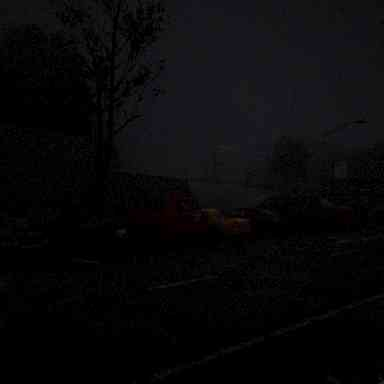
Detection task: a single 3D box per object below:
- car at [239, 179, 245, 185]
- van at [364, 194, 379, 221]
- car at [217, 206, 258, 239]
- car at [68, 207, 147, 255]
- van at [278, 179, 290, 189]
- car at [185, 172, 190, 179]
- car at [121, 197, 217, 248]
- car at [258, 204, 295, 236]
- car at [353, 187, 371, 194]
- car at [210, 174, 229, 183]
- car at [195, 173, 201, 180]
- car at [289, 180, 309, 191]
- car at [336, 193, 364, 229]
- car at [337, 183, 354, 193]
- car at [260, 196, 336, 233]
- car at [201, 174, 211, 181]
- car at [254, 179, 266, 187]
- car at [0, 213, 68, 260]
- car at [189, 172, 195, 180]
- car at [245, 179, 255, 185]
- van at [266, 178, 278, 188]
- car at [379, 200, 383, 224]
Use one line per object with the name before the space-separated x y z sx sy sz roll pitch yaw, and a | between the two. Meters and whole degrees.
car | 12.462 -2.317 76.065 2.002 1.452 4.674 7 3 35
van | 10.453 1.297 23.625 4.442 1.987 1.878 -1 -1 35
car | 0.336 1.503 16.913 5.366 1.575 1.946 -1 -1 35
car | -4.446 1.524 13.363 4.792 1.488 2.163 -1 -1 35
van | 19.292 -1.490 66.048 1.878 1.987 4.442 7 4 35
car | 0.290 -4.362 93.176 2.435 2.045 5.566 1 -1 35
car | -1.993 1.248 15.096 5.566 2.045 2.435 -1 -1 35
car | 2.950 1.549 18.528 4.674 1.452 2.002 -1 -1 35
car | 27.895 0.137 53.787 2.002 1.452 4.674 7 3 35
car | 7.392 -3.176 83.599 1.946 1.575 5.366 7 3 34
car | 3.769 -3.850 88.342 2.185 1.767 4.553 6 3 34
car | 21.040 -0.992 63.677 2.231 1.521 4.892 7 3 35
car | 7.907 1.267 21.967 5.566 2.045 2.435 -1 -1 35
car | 26.216 -0.426 56.267 2.435 2.045 5.566 7 3 35
car | 5.385 1.263 20.274 5.566 2.045 2.435 -1 -1 35
car | 5.551 -3.698 85.867 2.435 2.045 5.566 7 4 34
car | 16.013 -1.812 71.266 1.946 1.575 5.366 7 3 35
car | -6.874 1.493 11.628 4.892 1.521 2.231 -1 -1 35
car | 2.051 -4.085 90.820 2.185 1.767 4.553 4 1 34
car | 14.192 -2.043 73.595 2.002 1.452 4.674 7 4 35
van | 17.574 -1.764 68.527 1.878 1.987 4.442 7 4 35
car | 12.870 1.403 25.364 4.553 1.767 2.185 -1 -1 36
